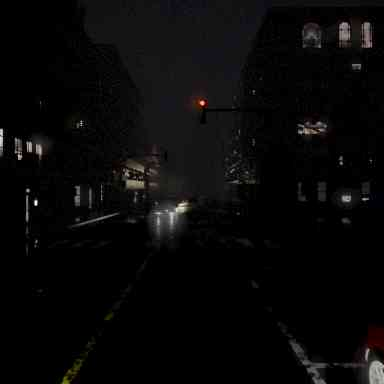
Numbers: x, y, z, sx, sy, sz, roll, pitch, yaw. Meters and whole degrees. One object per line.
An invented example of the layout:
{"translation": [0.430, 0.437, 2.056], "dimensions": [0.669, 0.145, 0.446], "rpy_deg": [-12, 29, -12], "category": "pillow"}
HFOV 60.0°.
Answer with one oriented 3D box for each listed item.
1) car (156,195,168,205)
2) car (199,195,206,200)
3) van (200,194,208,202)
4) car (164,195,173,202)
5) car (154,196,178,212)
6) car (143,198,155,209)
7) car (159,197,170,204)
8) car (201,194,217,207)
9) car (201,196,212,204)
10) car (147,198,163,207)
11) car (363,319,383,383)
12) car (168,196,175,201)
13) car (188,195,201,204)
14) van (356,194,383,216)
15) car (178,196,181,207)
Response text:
{"translation": [-5.564, 1.462, 61.883], "dimensions": [1.967, 1.590, 4.097], "rpy_deg": [-1, 0, 0], "category": "car"}
{"translation": [2.890, 1.602, 95.027], "dimensions": [1.887, 1.381, 4.507], "rpy_deg": [-1, 0, 0], "category": "car"}
{"translation": [2.852, 1.379, 78.443], "dimensions": [1.690, 1.788, 3.998], "rpy_deg": [-1, 0, 0], "category": "van"}
{"translation": [-5.527, 1.563, 78.296], "dimensions": [1.752, 1.417, 4.829], "rpy_deg": [-1, 0, 0], "category": "car"}
{"translation": [-3.009, 1.532, 39.304], "dimensions": [1.812, 1.442, 4.674], "rpy_deg": [0, 0, 0], "category": "car"}
{"translation": [-5.598, 1.560, 45.299], "dimensions": [2.008, 1.369, 4.403], "rpy_deg": [0, 0, 0], "category": "car"}
{"translation": [-5.551, 1.609, 67.411], "dimensions": [1.802, 1.307, 4.206], "rpy_deg": [-1, 0, 0], "category": "car"}
{"translation": [2.793, 1.454, 50.804], "dimensions": [1.967, 1.590, 4.097], "rpy_deg": [-1, 0, 0], "category": "car"}
{"translation": [2.830, 1.577, 67.387], "dimensions": [2.008, 1.369, 4.403], "rpy_deg": [-1, 0, 0], "category": "car"}
{"translation": [-5.586, 1.580, 50.827], "dimensions": [1.947, 1.339, 4.313], "rpy_deg": [0, 0, 0], "category": "car"}
{"translation": [2.687, 1.544, 1.804], "dimensions": [1.887, 1.381, 4.507], "rpy_deg": [0, 0, 0], "category": "car"}
{"translation": [-5.501, 1.632, 89.522], "dimensions": [1.802, 1.307, 4.206], "rpy_deg": [-1, 0, 0], "category": "car"}
{"translation": [0.246, 1.551, 65.708], "dimensions": [1.812, 1.442, 4.674], "rpy_deg": [0, 0, 0], "category": "car"}
{"translation": [15.701, 1.035, 27.347], "dimensions": [3.998, 1.788, 1.690], "rpy_deg": [-1, 1, -1], "category": "van"}
{"translation": [-2.968, 1.539, 49.759], "dimensions": [1.812, 1.442, 4.674], "rpy_deg": [0, 0, 0], "category": "car"}
